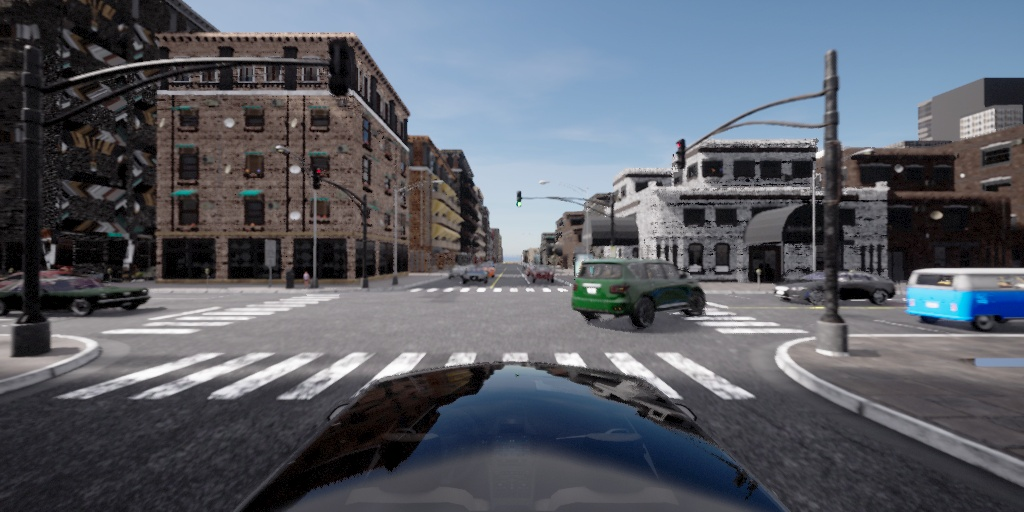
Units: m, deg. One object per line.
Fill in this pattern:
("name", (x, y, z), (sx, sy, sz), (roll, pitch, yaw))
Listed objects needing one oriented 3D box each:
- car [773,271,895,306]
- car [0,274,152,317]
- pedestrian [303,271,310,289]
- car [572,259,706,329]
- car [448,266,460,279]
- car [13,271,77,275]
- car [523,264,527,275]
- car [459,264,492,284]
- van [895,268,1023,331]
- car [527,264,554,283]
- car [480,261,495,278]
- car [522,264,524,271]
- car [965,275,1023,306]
("car", (14.922, 1.444, 16.747), (4.902, 1.511, 2.128), (0, 0, -2))
("car", (-16.484, 1.471, 13.292), (4.718, 1.301, 1.895), (0, 0, -1))
("pedestrian", (-12.636, 1.439, 22.058), (0.500, 1.100, 0.500), (0, 0, 0))
("car", (4.439, 1.128, 12.280), (5.566, 2.045, 2.150), (0, -2, -39))
("car", (-5.700, 1.743, 38.317), (2.007, 1.370, 4.403), (0, 0, 0))
("car", (-21.721, 1.402, 16.464), (4.674, 1.442, 1.812), (0, 0, 0))
("car", (2.680, 1.848, 44.028), (1.802, 1.307, 4.207), (0, 0, 0))
("car", (-3.102, 1.668, 31.222), (1.994, 1.385, 4.181), (0, -1, 0))
("van", (14.653, 1.266, 10.938), (3.998, 1.789, 1.690), (0, 0, 0))
("car", (2.683, 1.561, 32.635), (1.967, 1.591, 4.097), (0, 0, 0))
("car", (-3.072, 1.584, 41.393), (2.097, 1.767, 4.553), (0, -1, 0))
("car", (2.678, 1.889, 49.724), (2.007, 1.370, 4.403), (0, 0, 0))
("car", (24.764, 1.580, 16.810), (4.718, 1.301, 1.895), (0, 0, 0))
